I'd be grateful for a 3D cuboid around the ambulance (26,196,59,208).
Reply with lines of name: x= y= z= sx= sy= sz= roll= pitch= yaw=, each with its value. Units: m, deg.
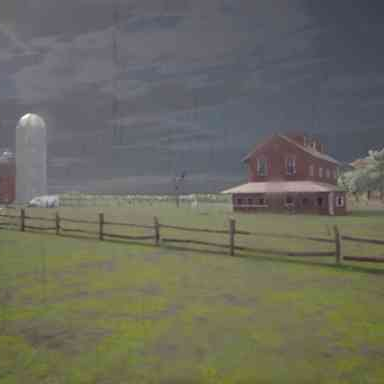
ambulance: x=-31.575 y=2.088 z=70.455 sx=2.351 sy=2.431 sz=6.366 roll=-1 pitch=-2 yaw=35
